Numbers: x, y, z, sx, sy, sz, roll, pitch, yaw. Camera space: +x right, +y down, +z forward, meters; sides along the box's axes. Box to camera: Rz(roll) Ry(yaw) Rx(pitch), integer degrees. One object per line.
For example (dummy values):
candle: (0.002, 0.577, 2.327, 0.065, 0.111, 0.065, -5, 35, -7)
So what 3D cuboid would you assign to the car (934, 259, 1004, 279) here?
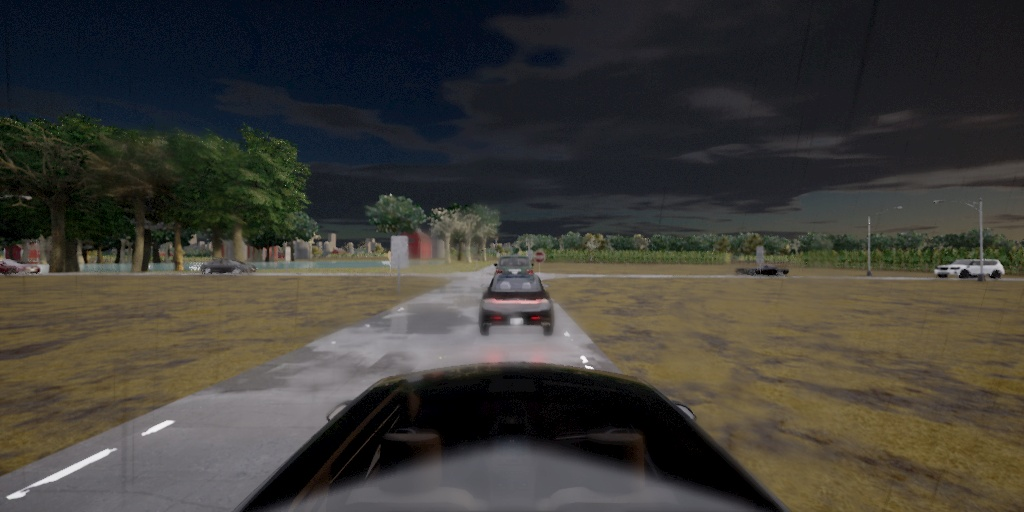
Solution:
car: (48.989, 1.375, 38.444, 5.566, 2.045, 2.150, 1, -1, 0)

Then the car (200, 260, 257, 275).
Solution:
car: (-28.159, 1.121, 35.752, 4.892, 1.490, 1.837, 0, -1, 0)

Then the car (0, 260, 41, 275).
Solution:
car: (-50.305, 1.141, 35.884, 4.674, 1.442, 1.812, 0, -1, 0)

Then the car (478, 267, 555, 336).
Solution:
car: (0.119, 1.244, 10.400, 2.128, 1.511, 4.902, 0, 0, 0)

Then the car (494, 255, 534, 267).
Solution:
car: (0.116, 0.975, 20.743, 2.150, 2.045, 5.566, 0, 0, -1)

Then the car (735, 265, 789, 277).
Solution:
car: (26.831, 1.565, 38.584, 4.718, 1.301, 1.895, 0, -1, 0)
